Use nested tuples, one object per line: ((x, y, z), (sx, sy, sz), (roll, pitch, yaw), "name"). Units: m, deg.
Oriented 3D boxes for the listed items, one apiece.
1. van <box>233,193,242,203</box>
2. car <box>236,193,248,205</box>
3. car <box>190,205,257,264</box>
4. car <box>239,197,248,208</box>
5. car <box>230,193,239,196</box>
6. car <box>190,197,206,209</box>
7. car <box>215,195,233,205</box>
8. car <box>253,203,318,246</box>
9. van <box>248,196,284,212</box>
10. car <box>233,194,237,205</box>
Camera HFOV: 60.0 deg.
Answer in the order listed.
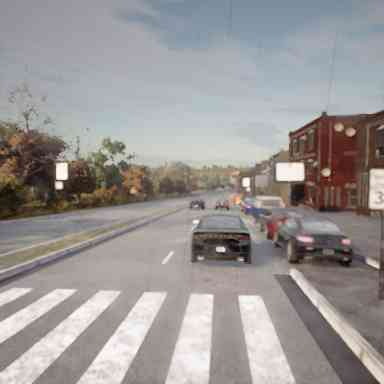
((9.857, 1.273, 72.485), (1.878, 1.987, 4.442), (0, 0, 5), "van")
((6.713, 1.379, 39.335), (2.185, 1.767, 4.553), (0, 0, 5), "car")
((1.038, 1.483, 12.023), (1.882, 1.535, 5.008), (0, 0, 5), "car")
((6.182, 1.545, 33.739), (2.002, 1.452, 4.674), (0, 0, 5), "car")
((8.794, 1.249, 61.272), (2.435, 2.045, 5.566), (0, 0, 5), "car")
((0.810, 1.481, 44.860), (1.837, 1.490, 4.892), (0, 0, 6), "car")
((4.002, 1.547, 44.140), (2.033, 1.411, 5.357), (0, 0, 6), "car")
((4.622, 1.537, 17.270), (2.163, 1.488, 4.792), (0, 0, 5), "car")
((5.152, 1.281, 22.856), (1.878, 1.987, 4.442), (0, 0, 5), "van")
((7.759, 1.503, 50.362), (2.231, 1.521, 4.892), (0, 0, 5), "car")
